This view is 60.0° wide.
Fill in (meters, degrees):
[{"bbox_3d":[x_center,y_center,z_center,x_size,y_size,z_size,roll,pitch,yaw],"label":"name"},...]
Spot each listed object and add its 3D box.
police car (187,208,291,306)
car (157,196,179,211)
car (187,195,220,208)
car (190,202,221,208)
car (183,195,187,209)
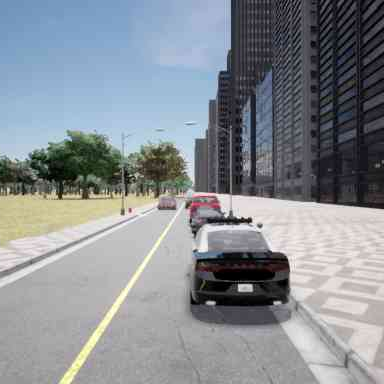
[{"bbox_3d":[0.907,1.425,8.230,1.930,1.638,5.238,0,0,0],"label":"police car"},{"bbox_3d":[-2.973,1.316,40.269,2.097,1.767,4.553,0,0,0],"label":"car"},{"bbox_3d":[0.915,1.213,24.152,2.150,2.045,5.566,0,0,0],"label":"car"},{"bbox_3d":[0.913,1.521,18.121,1.812,1.442,4.674,0,0,0],"label":"car"},{"bbox_3d":[0.055,1.461,44.989,1.837,1.490,4.892,0,0,1],"label":"car"}]
